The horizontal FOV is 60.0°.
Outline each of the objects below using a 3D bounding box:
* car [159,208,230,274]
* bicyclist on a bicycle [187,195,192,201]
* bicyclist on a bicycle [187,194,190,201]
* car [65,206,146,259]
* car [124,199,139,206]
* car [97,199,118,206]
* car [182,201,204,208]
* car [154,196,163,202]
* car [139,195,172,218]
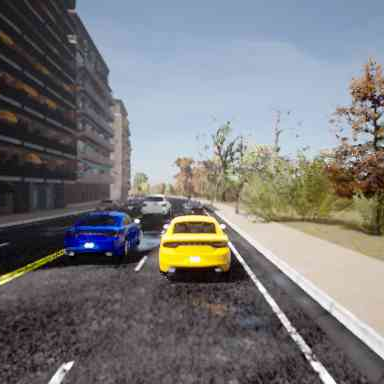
[{"bbox_3d":[0.084,1.494,10.600,1.882,1.535,5.008,0,0,0],"label":"car"},{"bbox_3d":[-0.393,1.580,75.973,0.582,1.620,1.656,0,0,-4],"label":"bicyclist on a bicycle"},{"bbox_3d":[-1.007,1.509,85.022,0.659,1.776,1.843,0,0,-4],"label":"bicyclist on a bicycle"},{"bbox_3d":[-3.156,1.497,12.714,1.882,1.535,5.008,0,0,0],"label":"car"},{"bbox_3d":[-6.613,1.558,38.185,2.128,1.511,4.902,0,0,0],"label":"car"},{"bbox_3d":[-9.860,1.593,38.921,1.812,1.442,4.674,0,0,-1],"label":"car"},{"bbox_3d":[0.109,1.545,31.322,2.128,1.511,4.902,0,0,0],"label":"car"},{"bbox_3d":[-8.006,1.683,79.176,1.994,1.385,4.181,0,0,-4],"label":"car"},{"bbox_3d":[-3.136,1.273,30.339,2.150,2.045,5.566,0,0,0],"label":"car"}]
